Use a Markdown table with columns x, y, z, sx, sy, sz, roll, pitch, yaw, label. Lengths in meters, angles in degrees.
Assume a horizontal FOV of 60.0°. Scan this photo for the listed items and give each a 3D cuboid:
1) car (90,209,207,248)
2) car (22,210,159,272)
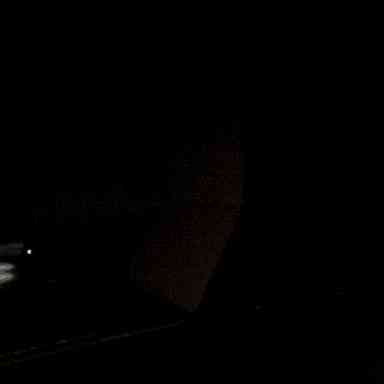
| x | y | z | sx | sy | sz | roll | pitch | yaw | label |
| --- | --- | --- | --- | --- | --- | --- | --- | --- | --- |
| -1.881 | 1.473 | 14.509 | 4.718 | 1.301 | 1.895 | 0 | 0 | -24 | car |
| -2.337 | 1.450 | 10.473 | 5.357 | 1.411 | 2.033 | 0 | 0 | -28 | car |
